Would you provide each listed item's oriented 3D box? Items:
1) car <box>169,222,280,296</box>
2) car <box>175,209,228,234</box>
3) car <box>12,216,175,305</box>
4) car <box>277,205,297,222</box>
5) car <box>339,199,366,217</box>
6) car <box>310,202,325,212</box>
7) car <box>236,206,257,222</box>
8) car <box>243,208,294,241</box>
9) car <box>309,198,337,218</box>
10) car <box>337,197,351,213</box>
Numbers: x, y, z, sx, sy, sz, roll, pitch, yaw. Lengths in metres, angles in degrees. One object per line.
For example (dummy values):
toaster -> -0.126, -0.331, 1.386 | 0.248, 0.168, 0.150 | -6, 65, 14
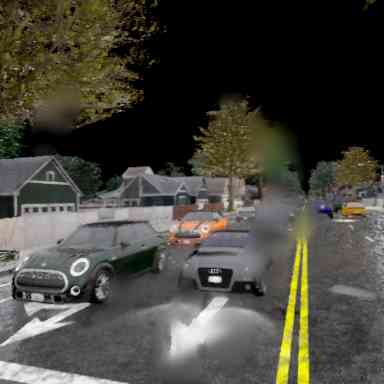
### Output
car -> 1.143, 1.749, 9.170 | 1.994, 1.385, 4.181 | -2, -1, 19
car -> 0.492, 1.728, 17.278 | 2.097, 1.767, 4.553 | -2, -1, 19
car -> -2.424, 1.617, 9.008 | 2.097, 1.767, 4.553 | -2, -1, 21
car -> 8.627, 1.979, 30.900 | 1.837, 1.490, 4.892 | -2, -1, 19
car -> 17.151, 1.847, 35.346 | 1.882, 1.535, 5.008 | -2, -1, 19
car -> 18.823, 2.207, 50.028 | 1.994, 1.385, 4.181 | -2, -1, 19
car -> 5.507, 2.094, 31.826 | 1.812, 1.442, 4.674 | -2, -1, 19
car -> 4.545, 1.865, 19.078 | 2.033, 1.411, 5.357 | -2, -1, 18
car -> 14.073, 1.683, 36.227 | 2.150, 2.045, 5.566 | -2, -1, 19
car -> 20.543, 1.725, 45.361 | 2.150, 2.045, 5.566 | -2, -1, 19
